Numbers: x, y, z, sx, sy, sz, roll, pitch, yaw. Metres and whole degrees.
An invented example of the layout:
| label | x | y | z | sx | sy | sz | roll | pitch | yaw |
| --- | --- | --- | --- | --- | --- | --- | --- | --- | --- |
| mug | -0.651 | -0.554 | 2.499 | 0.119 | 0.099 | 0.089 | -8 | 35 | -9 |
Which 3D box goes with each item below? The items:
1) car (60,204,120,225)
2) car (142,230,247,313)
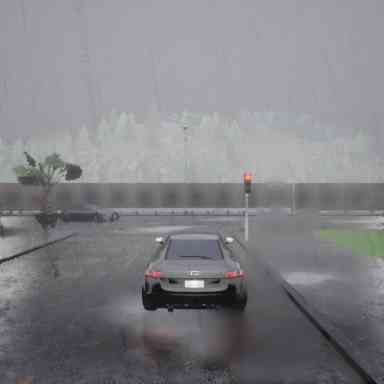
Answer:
| label | x | y | z | sx | sy | sz | roll | pitch | yaw |
| --- | --- | --- | --- | --- | --- | --- | --- | --- | --- |
| car | -7.401 | 1.565 | 24.151 | 4.181 | 1.385 | 1.994 | 0 | 0 | 14 |
| car | 0.053 | 1.564 | 7.771 | 1.994 | 1.385 | 4.181 | 0 | 0 | 0 |
